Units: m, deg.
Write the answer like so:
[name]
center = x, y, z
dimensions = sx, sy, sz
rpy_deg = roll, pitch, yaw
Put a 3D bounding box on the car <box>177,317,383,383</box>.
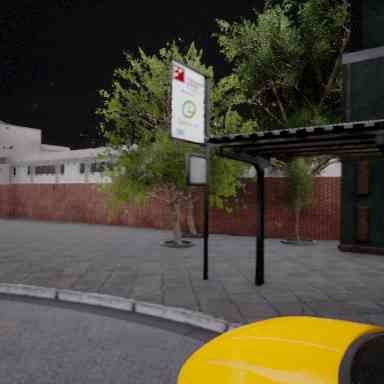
[car]
center = 2.160, 1.478, 1.750
dimensions = 5.008, 1.535, 1.882
rpy_deg = 0, 0, 34
